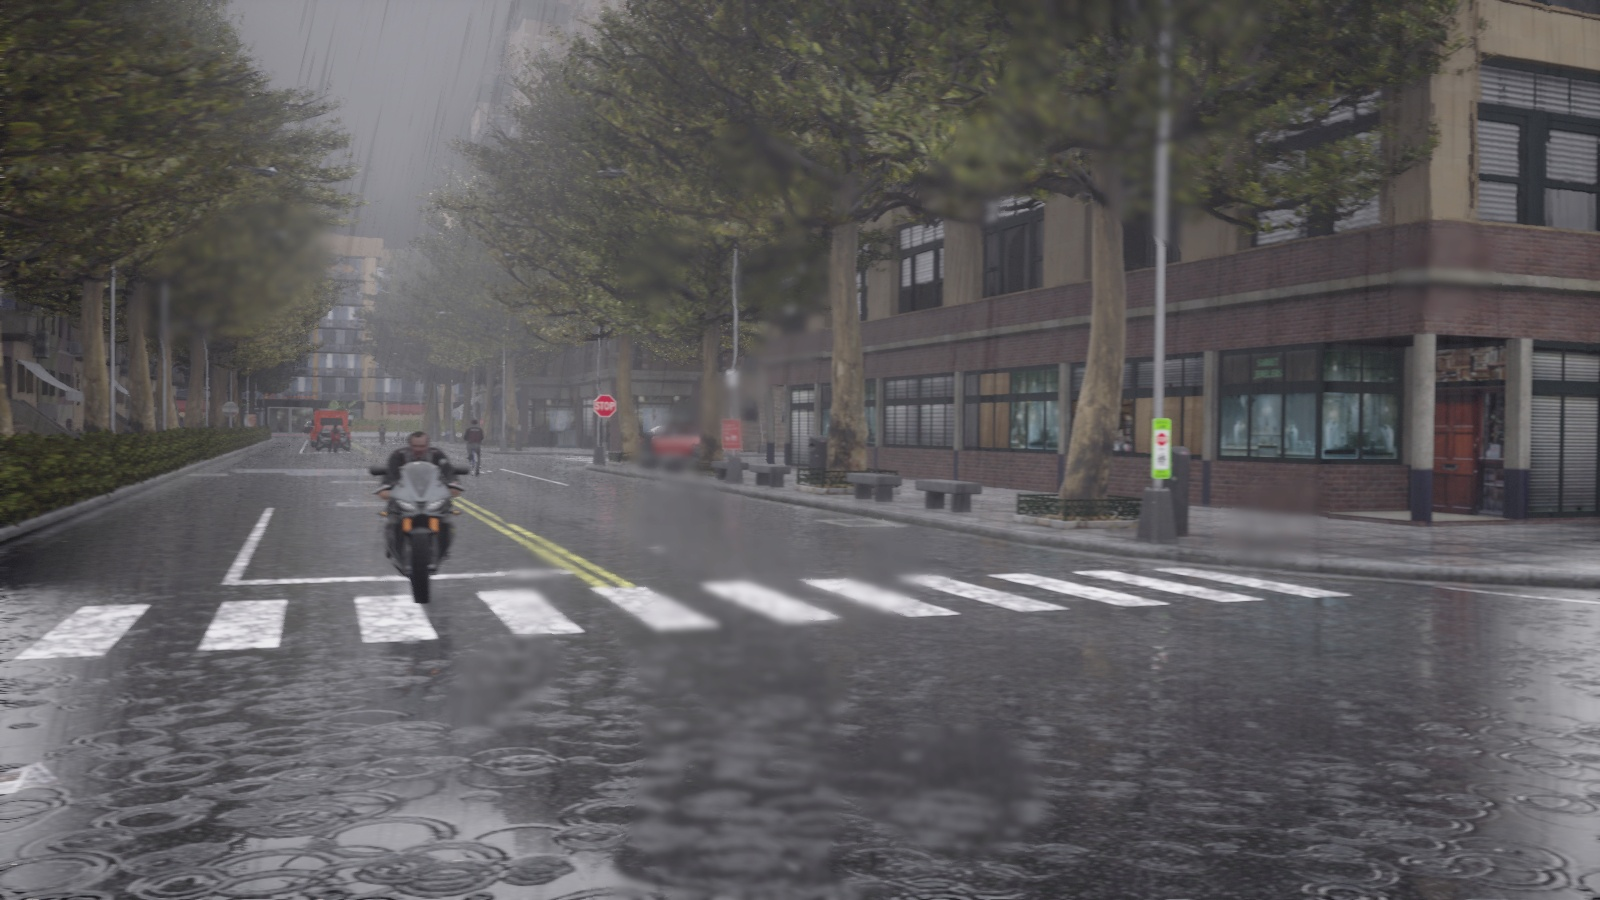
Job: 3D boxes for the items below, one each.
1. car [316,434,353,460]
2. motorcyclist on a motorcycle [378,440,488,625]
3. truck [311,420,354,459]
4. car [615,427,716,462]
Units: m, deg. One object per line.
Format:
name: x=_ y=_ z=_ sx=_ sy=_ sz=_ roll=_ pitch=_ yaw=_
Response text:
car: x=-28.241 y=-0.188 z=76.109 sx=2.007 sy=1.525 sz=4.514 roll=-1 pitch=1 yaw=-21
motorcyclist on a motorcycle: x=-3.449 y=0.680 z=11.682 sx=0.866 sy=1.530 sz=2.191 roll=-1 pitch=1 yaw=-18
truck: x=-31.704 y=-0.747 z=85.050 sx=2.627 sy=2.467 sz=5.204 roll=-1 pitch=2 yaw=-21
car: x=-6.766 y=-0.311 z=63.173 sx=4.611 sy=1.667 sz=2.242 roll=-1 pitch=1 yaw=-22
